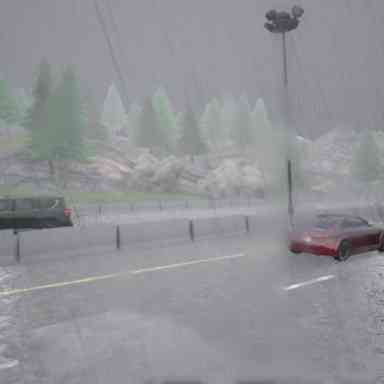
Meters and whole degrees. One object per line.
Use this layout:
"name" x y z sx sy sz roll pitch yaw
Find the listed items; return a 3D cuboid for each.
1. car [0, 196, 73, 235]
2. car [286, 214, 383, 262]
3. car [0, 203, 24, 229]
"car" -8.400 1.204 15.196 5.566 2.045 2.150 -1 0 -35
"car" 5.293 1.468 11.822 4.181 1.385 1.994 -1 0 -36
"car" -13.159 1.496 20.399 4.892 1.490 1.837 -1 0 -35
